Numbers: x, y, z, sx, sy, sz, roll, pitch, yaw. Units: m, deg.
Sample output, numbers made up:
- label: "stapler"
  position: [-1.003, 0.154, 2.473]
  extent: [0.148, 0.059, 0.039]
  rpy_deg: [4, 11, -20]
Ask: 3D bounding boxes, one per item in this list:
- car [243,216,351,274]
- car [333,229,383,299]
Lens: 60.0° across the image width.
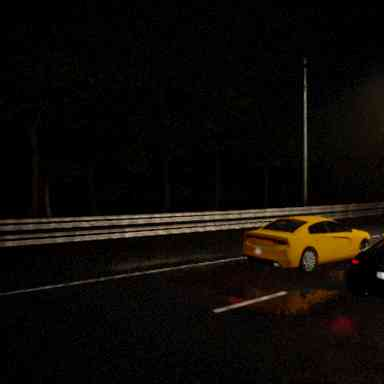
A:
- label: "car"
  position: [3.874, 1.524, 10.826]
  extent: [5.008, 1.535, 1.882]
  rpy_deg: [0, 0, -36]
- label: "car"
  position: [5.385, 1.608, 7.603]
  extent: [4.181, 1.385, 1.994]
  rpy_deg: [0, 0, -36]
